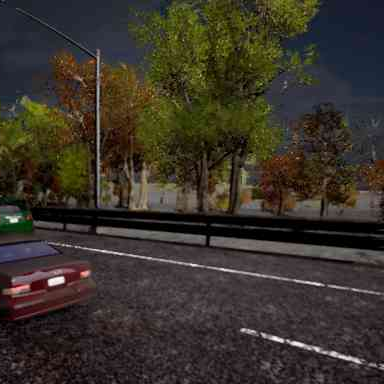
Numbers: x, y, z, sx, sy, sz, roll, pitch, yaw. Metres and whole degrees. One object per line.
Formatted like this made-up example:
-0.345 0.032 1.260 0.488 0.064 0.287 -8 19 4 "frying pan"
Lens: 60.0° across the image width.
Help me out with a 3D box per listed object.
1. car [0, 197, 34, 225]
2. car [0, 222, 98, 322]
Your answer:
-9.353 1.254 14.961 5.566 2.045 2.150 0 0 36 "car"
-4.338 1.563 7.087 5.357 1.411 2.033 0 0 36 "car"
